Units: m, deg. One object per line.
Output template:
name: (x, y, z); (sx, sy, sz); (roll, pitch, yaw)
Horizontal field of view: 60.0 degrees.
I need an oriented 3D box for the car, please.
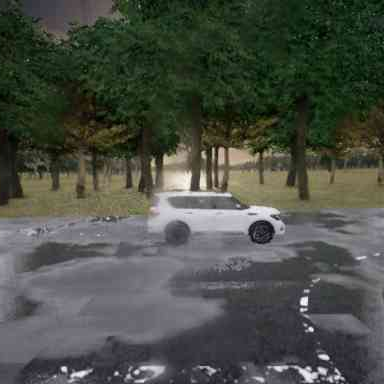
car: (0.942, 1.001, 13.911); (5.566, 2.045, 2.150); (0, 3, -1)
